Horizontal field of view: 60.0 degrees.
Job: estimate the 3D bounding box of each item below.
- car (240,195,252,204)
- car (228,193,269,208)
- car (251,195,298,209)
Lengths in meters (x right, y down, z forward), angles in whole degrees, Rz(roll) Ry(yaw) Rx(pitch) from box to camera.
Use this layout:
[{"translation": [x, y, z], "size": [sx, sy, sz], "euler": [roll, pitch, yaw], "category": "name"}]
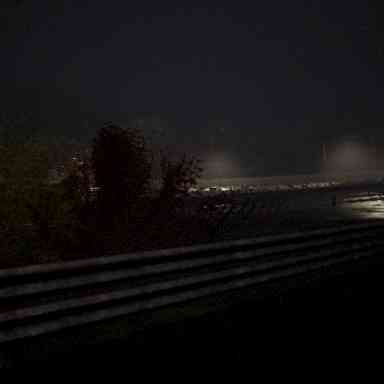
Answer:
[{"translation": [8.507, 1.193, 40.652], "size": [4.892, 1.490, 1.837], "euler": [-4, 2, -16], "category": "car"}, {"translation": [7.473, 1.104, 43.996], "size": [5.008, 1.535, 1.882], "euler": [-4, 2, -16], "category": "car"}, {"translation": [9.528, 1.098, 37.302], "size": [4.553, 1.767, 2.097], "euler": [-4, 2, -16], "category": "car"}]
